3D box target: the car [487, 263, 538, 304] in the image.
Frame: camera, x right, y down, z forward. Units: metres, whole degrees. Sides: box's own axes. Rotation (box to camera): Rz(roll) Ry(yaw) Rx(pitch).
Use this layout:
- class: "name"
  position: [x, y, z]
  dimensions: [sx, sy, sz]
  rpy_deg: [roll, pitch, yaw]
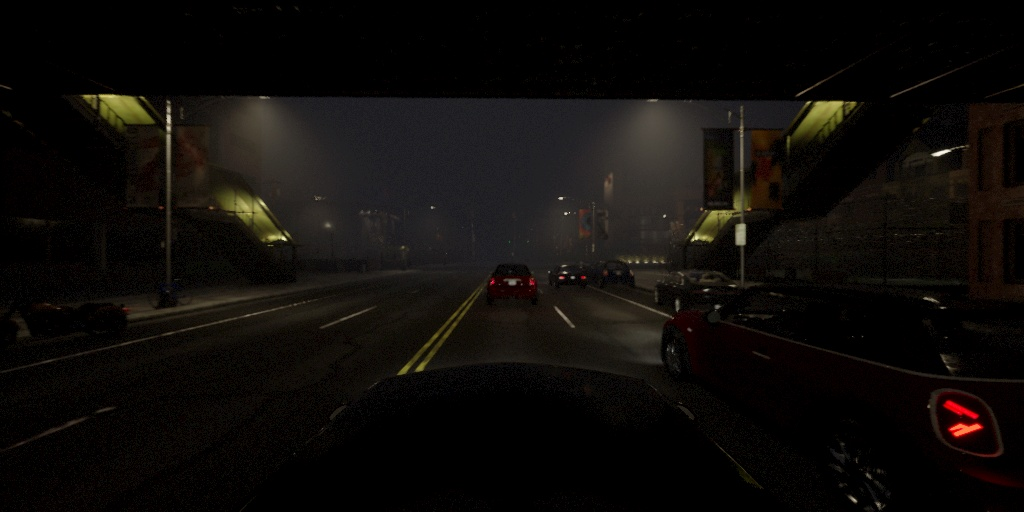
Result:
- class: "car"
  position: [-0.009, 1.089, 16.391]
  dimensions: [2.097, 1.767, 4.553]
  rpy_deg: [0, 0, -1]

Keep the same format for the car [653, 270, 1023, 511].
- class: "car"
  position: [3.597, 1.102, 4.302]
  dimensions: [2.097, 1.767, 4.553]
  rpy_deg: [0, 0, 0]

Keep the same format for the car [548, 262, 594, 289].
- class: "car"
  position: [3.421, 1.279, 22.810]
  dimensions: [2.033, 1.411, 5.357]
  rpy_deg: [0, 0, -1]
